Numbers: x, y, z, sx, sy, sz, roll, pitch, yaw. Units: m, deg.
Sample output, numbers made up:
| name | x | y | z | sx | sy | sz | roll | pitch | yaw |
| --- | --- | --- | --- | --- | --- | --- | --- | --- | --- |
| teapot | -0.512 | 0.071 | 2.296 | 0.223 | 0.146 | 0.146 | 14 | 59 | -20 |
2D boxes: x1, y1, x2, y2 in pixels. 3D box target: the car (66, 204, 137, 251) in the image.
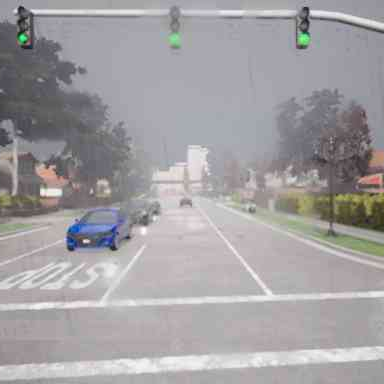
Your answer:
| name | x | y | z | sx | sy | sz | roll | pitch | yaw |
| --- | --- | --- | --- | --- | --- | --- | --- | --- | --- |
| car | -3.826 | 1.488 | 14.414 | 1.882 | 1.535 | 5.008 | 0 | 0 | -1 |

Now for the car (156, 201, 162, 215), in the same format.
| name | x | y | z | sx | sy | sz | roll | pitch | yaw |
| --- | --- | --- | --- | --- | --- | --- | --- | --- | --- |
| car | -4.148 | 1.567 | 34.099 | 2.033 | 1.411 | 5.357 | 0 | 0 | 0 |

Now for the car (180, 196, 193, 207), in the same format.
| name | x | y | z | sx | sy | sz | roll | pitch | yaw |
| --- | --- | --- | --- | --- | --- | --- | --- | --- | --- |
| car | -0.885 | 1.527 | 50.310 | 1.837 | 1.490 | 4.892 | 0 | 0 | -1 |

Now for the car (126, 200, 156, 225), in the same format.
| name | x | y | z | sx | sy | sz | roll | pitch | yaw |
| --- | --- | --- | --- | --- | --- | --- | --- | --- | --- |
| car | -3.993 | 1.367 | 23.766 | 2.097 | 1.767 | 4.553 | 0 | 0 | -1 |

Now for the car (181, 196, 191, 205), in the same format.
| name | x | y | z | sx | sy | sz | roll | pitch | yaw |
| --- | --- | --- | --- | --- | --- | --- | --- | --- | --- |
| car | -1.076 | 1.542 | 60.706 | 1.812 | 1.442 | 4.674 | 0 | 0 | -1 |
